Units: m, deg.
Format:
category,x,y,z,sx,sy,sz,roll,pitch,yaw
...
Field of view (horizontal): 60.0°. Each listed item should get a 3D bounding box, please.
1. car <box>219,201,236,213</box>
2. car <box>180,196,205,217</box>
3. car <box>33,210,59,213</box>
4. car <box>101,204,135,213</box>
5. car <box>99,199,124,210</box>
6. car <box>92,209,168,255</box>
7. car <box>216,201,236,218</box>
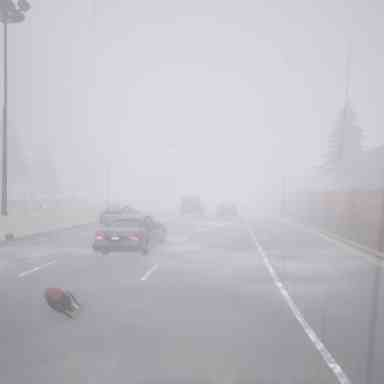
category,x,y,z,sx,sy,sz,roll,pitch,yaw
car,4.653,1.871,43.157,1.994,1.385,4.181,0,0,7
car,0.097,1.467,34.367,2.150,2.045,5.566,0,0,7
car,-17.115,1.628,39.524,2.097,1.767,4.553,0,0,7
car,-4.782,1.654,23.000,2.128,1.511,4.902,0,0,7
car,-12.231,1.848,50.787,2.128,1.511,4.902,0,0,7
car,-2.332,1.646,13.829,2.033,1.411,5.357,0,0,6
car,3.443,1.835,32.943,1.895,1.301,4.718,0,0,7
